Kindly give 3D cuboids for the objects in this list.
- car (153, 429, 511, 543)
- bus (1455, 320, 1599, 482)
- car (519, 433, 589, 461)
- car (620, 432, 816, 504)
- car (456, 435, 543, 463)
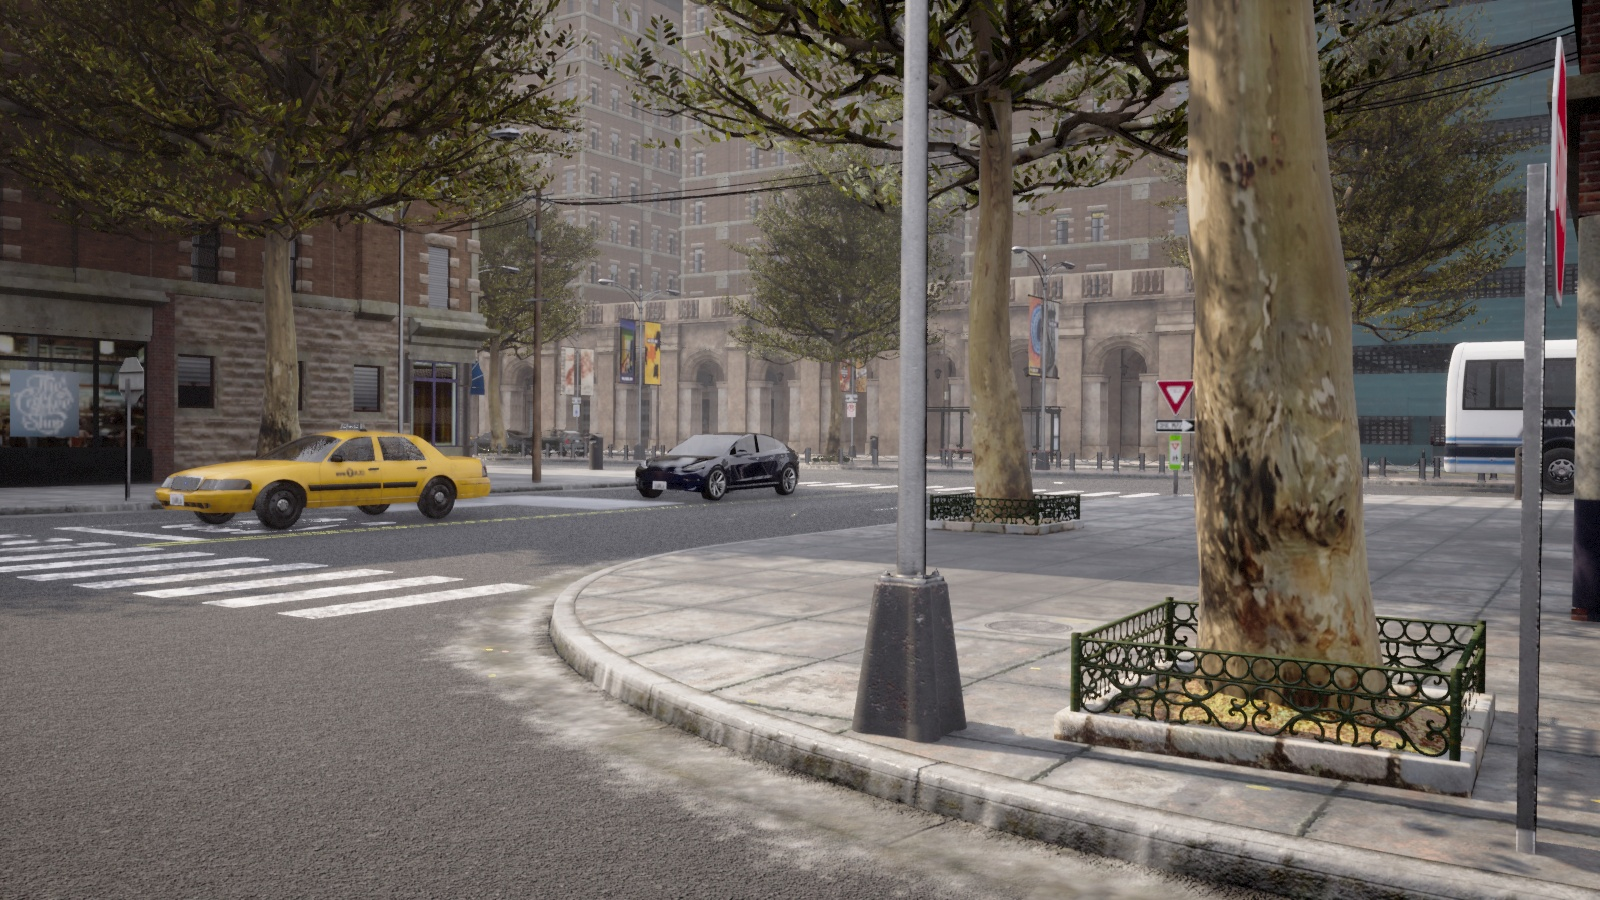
[{"bbox_3d":[-7.281,0.460,20.214,1.801,1.575,5.366,0,1,33],"label":"car"},{"bbox_3d":[23.491,-1.316,33.571,10.273,4.253,3.944,0,1,33],"label":"bus"},{"bbox_3d":[-14.123,-0.151,72.081,3.705,1.549,1.789,-1,1,33],"label":"car"},{"bbox_3d":[-1.765,0.353,28.872,2.163,1.488,4.792,0,1,30],"label":"car"},{"bbox_3d":[-16.671,-0.063,69.568,4.892,1.490,1.837,0,1,33],"label":"car"}]
